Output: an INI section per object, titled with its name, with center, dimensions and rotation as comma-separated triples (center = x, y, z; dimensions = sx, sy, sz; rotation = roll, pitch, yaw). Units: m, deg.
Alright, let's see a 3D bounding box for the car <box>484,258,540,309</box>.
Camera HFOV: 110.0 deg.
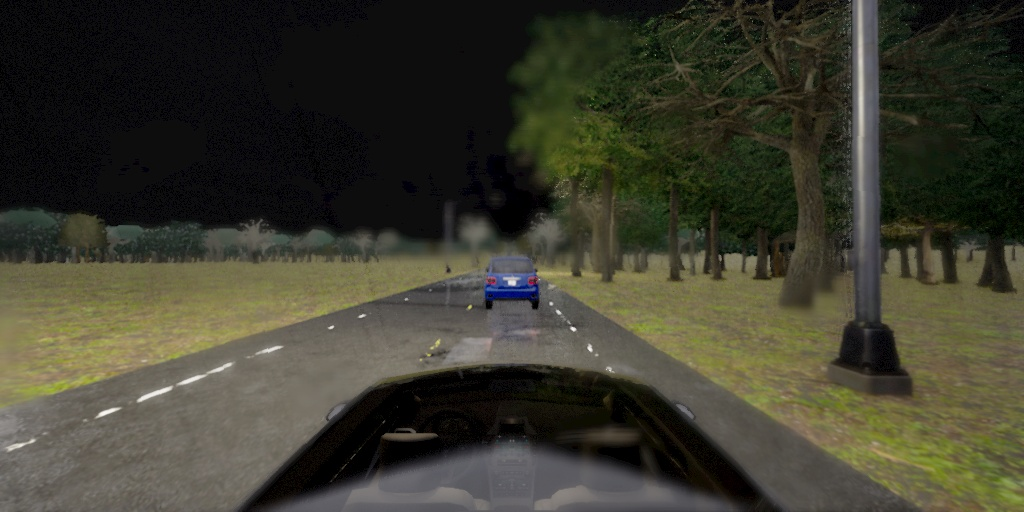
[car]
center = 0.003, 1.102, 15.879
dimensions = 2.150, 2.045, 5.566
rotation = 0, 0, 0
